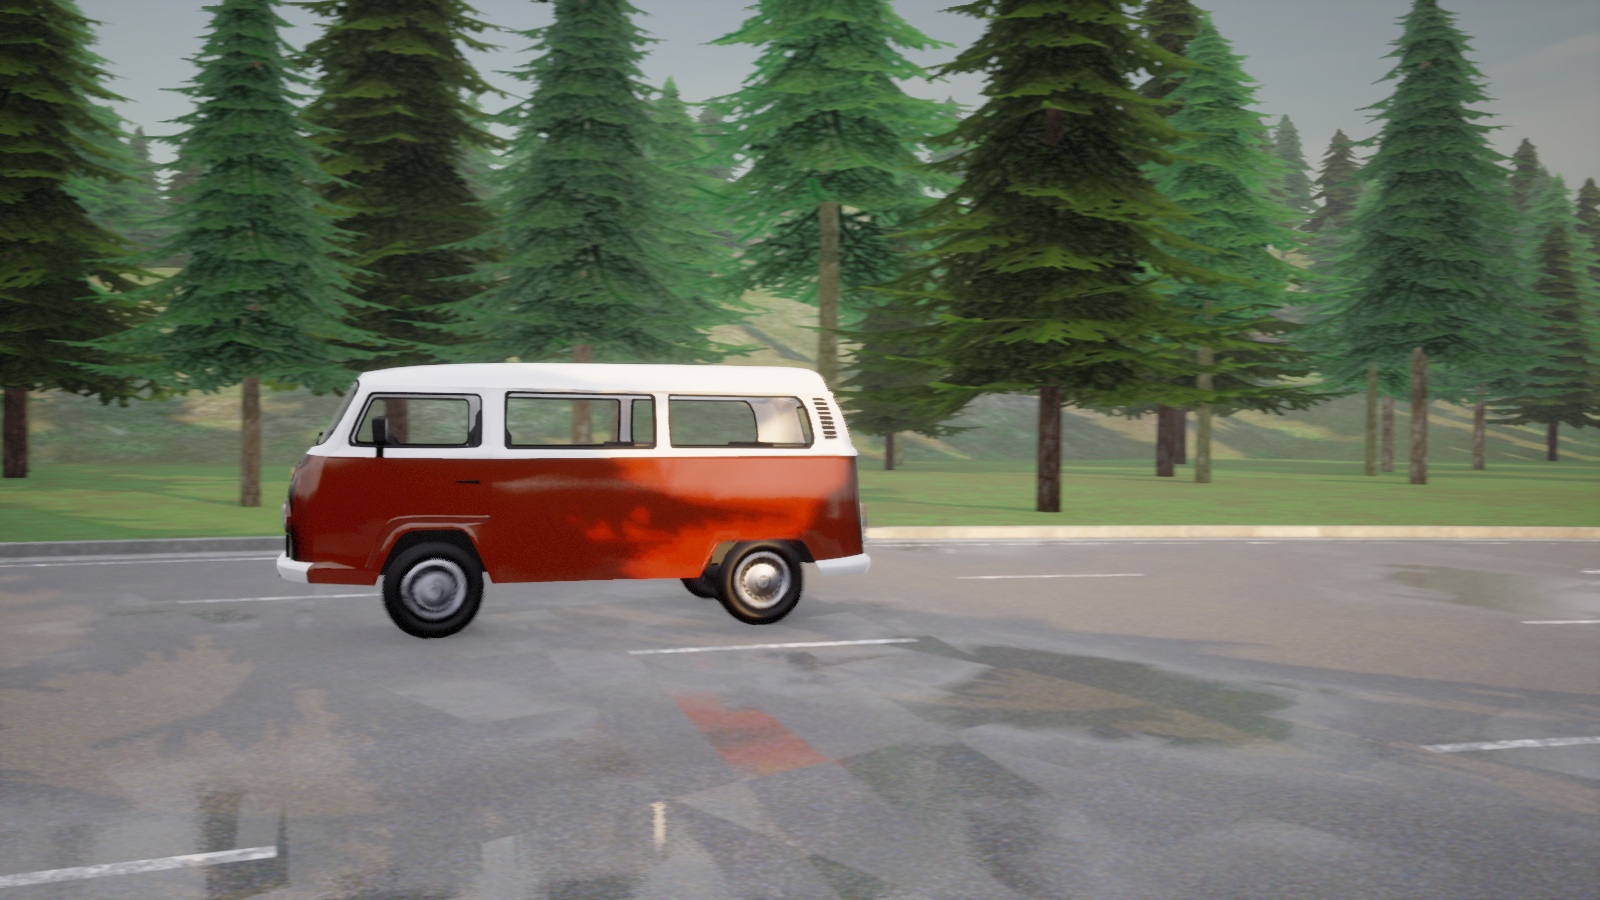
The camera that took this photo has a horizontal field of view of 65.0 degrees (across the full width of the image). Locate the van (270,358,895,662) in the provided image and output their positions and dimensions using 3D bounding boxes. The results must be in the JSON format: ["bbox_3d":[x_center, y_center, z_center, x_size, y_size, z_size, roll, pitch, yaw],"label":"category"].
[{"bbox_3d":[-1.725,0.355,10.091,4.480,2.038,2.069,-1,1,-18],"label":"van"}]
